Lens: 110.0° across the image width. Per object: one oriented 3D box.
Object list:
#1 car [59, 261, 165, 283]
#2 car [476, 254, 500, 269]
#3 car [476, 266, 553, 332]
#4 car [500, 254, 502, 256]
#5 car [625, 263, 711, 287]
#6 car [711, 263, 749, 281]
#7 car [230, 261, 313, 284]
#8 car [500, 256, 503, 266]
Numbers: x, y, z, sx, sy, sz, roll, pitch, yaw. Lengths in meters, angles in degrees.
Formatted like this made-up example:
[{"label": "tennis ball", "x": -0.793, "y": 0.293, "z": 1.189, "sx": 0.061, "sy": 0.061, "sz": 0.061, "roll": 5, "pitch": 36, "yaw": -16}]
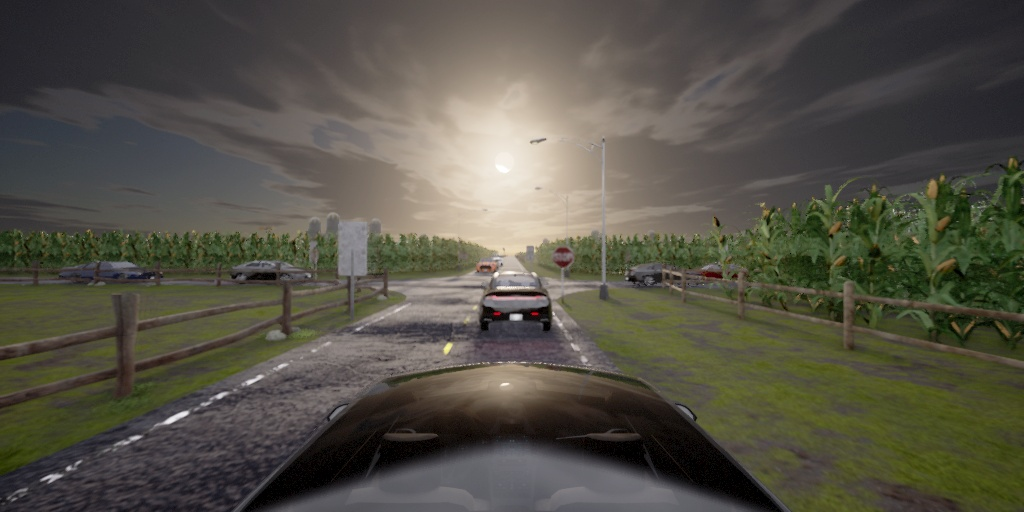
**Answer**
[{"label": "car", "x": -26.380, "y": 1.045, "z": 23.707, "sx": 5.357, "sy": 1.411, "sz": 2.033, "roll": 0, "pitch": 0, "yaw": 0}, {"label": "car", "x": -2.844, "y": 0.925, "z": 40.702, "sx": 2.097, "sy": 1.767, "sz": 4.553, "roll": 0, "pitch": 0, "yaw": 0}, {"label": "car", "x": 0.097, "y": 1.202, "z": 10.705, "sx": 2.128, "sy": 1.511, "sz": 4.902, "roll": 0, "pitch": 0, "yaw": 0}, {"label": "car", "x": -2.767, "y": 0.671, "z": 64.689, "sx": 2.150, "sy": 2.045, "sz": 5.566, "roll": 0, "pitch": 1, "yaw": 0}, {"label": "car", "x": 9.876, "y": 1.220, "z": 23.370, "sx": 4.892, "sy": 1.490, "sz": 1.837, "roll": 0, "pitch": -2, "yaw": -4}, {"label": "car", "x": 14.751, "y": 1.241, "z": 26.261, "sx": 5.008, "sy": 1.535, "sz": 1.882, "roll": 0, "pitch": 0, "yaw": 1}, {"label": "car", "x": -15.705, "y": 1.047, "z": 23.567, "sx": 4.902, "sy": 1.511, "sz": 2.128, "roll": 0, "pitch": 0, "yaw": 2}, {"label": "car", "x": -2.829, "y": 1.070, "z": 51.096, "sx": 2.033, "sy": 1.411, "sz": 5.357, "roll": 0, "pitch": 0, "yaw": 0}]
